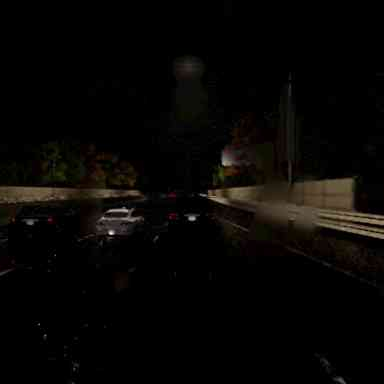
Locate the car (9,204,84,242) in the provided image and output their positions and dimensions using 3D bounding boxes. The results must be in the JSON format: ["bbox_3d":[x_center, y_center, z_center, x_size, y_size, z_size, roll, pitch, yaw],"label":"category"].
[{"bbox_3d":[-6.997,1.361,16.518,2.097,1.767,4.553,0,0,0],"label":"car"}]

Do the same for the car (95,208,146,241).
[{"bbox_3d":[-3.493,1.535,16.708,1.812,1.442,4.674,0,0,0],"label":"car"}]

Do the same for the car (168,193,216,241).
[{"bbox_3d":[0.007,1.231,16.937,2.150,2.045,5.566,0,0,0],"label":"car"}]
